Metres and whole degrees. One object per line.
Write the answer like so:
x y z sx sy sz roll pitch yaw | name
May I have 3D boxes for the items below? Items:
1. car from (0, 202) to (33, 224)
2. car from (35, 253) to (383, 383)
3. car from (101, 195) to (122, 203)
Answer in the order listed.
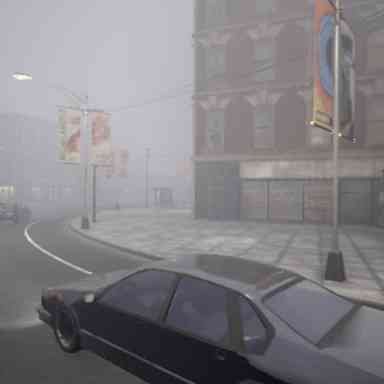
-12.775 1.415 23.496 2.033 1.411 5.357 0 0 -14 | car
0.093 1.550 4.224 5.357 1.411 2.033 1 0 40 | car
-15.144 1.305 62.603 1.882 1.535 5.008 1 0 22 | car
